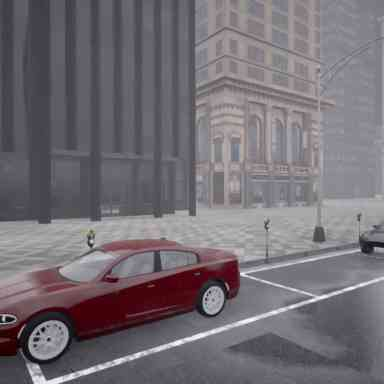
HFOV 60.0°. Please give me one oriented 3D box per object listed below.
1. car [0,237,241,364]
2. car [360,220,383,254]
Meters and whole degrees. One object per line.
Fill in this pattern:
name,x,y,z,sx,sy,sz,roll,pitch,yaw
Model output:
car,-1.155,1.544,5.830,4.507,1.381,1.887,0,0,-36
car,8.022,1.564,12.391,4.313,1.339,1.947,0,0,-36
